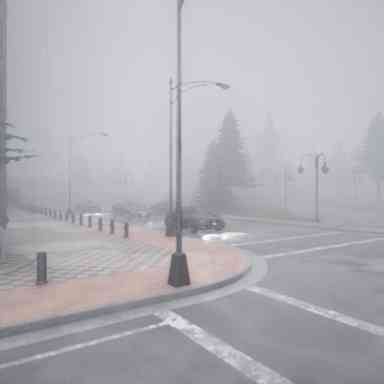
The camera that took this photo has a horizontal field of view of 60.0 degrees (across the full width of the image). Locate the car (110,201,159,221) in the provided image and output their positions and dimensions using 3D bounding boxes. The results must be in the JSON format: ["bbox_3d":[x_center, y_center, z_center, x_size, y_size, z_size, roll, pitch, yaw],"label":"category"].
[{"bbox_3d":[-5.015,1.476,26.926,2.128,1.511,4.902,0,0,-35],"label":"car"}]

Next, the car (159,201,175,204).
[{"bbox_3d":[-2.397,1.532,29.669,2.033,1.411,5.357,0,0,-35],"label":"car"}]

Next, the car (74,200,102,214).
[{"bbox_3d":[-11.284,1.549,35.925,1.994,1.385,4.181,0,0,-35],"label":"car"}]

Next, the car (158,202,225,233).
[{"bbox_3d":[0.069,1.549,19.631,1.994,1.385,4.181,0,0,-35],"label":"car"}]
